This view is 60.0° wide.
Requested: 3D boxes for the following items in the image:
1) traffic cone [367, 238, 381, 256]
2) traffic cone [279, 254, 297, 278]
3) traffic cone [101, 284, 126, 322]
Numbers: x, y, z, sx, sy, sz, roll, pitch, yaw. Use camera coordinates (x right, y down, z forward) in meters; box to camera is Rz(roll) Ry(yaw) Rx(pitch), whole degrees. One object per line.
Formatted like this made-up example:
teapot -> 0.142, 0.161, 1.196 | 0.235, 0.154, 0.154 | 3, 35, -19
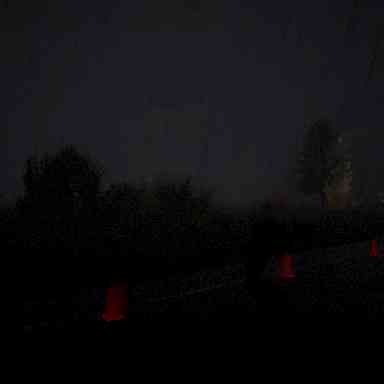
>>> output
traffic cone -> 6.531, 1.959, 11.931 | 0.340, 0.580, 0.340 | 0, 0, -38
traffic cone -> 2.578, 1.958, 8.938 | 0.340, 0.580, 0.340 | 0, 0, -37
traffic cone -> -1.414, 1.960, 5.999 | 0.340, 0.580, 0.340 | 0, 0, -36
